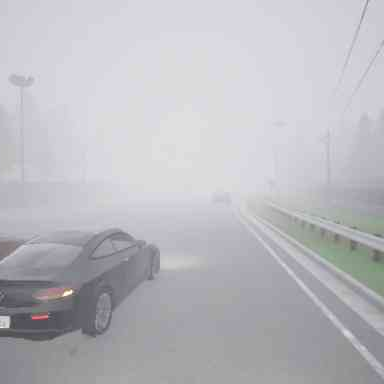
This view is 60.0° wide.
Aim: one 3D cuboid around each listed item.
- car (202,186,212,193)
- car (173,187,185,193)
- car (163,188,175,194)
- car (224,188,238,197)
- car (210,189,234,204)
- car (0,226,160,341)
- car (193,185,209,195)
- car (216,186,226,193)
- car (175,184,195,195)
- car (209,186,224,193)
[{"bbox_3d":[3.684,-0.662,81.389,1.882,1.535,5.008,0,1,10],"label":"car"},{"bbox_3d":[-3.216,-0.631,82.572,2.033,1.411,5.357,0,1,10],"label":"car"},{"bbox_3d":[-4.975,-0.224,72.308,2.033,1.411,5.357,0,1,10],"label":"car"},{"bbox_3d":[7.267,0.141,60.271,1.895,1.301,4.718,0,1,10],"label":"car"},{"bbox_3d":[3.475,0.678,38.045,1.895,1.301,4.718,0,1,10],"label":"car"},{"bbox_3d":[-1.984,1.368,6.343,1.812,1.442,4.674,0,1,10],"label":"car"},{"bbox_3d":[1.995,-0.217,71.537,1.812,1.442,4.674,0,1,10],"label":"car"},{"bbox_3d":[7.133,-0.599,80.800,2.128,1.511,4.902,0,1,10],"label":"car"},{"bbox_3d":[-1.520,-0.524,71.740,2.150,2.045,5.566,0,1,10],"label":"car"},{"bbox_3d":[5.374,-0.192,70.536,2.128,1.511,4.902,0,1,10],"label":"car"}]
